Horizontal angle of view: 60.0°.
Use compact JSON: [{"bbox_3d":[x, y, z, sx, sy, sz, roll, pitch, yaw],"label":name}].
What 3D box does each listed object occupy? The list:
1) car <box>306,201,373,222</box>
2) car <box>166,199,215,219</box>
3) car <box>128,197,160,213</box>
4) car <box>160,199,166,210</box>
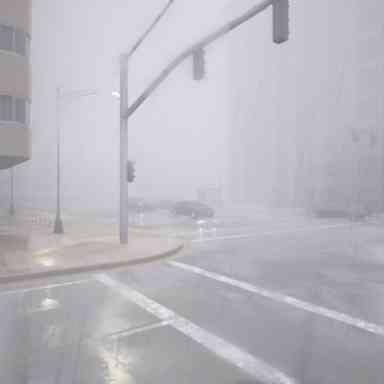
[{"bbox_3d":[11.388,1.482,26.015,4.902,1.511,2.128,0,1,43],"label":"car"},{"bbox_3d":[-0.022,1.498,29.258,1.837,1.490,4.892,0,0,-36],"label":"car"},{"bbox_3d":[-5.933,1.345,37.351,2.097,1.767,4.553,0,0,-37],"label":"car"},{"bbox_3d":[-2.809,1.539,39.325,2.033,1.411,5.357,0,0,-36],"label":"car"}]
